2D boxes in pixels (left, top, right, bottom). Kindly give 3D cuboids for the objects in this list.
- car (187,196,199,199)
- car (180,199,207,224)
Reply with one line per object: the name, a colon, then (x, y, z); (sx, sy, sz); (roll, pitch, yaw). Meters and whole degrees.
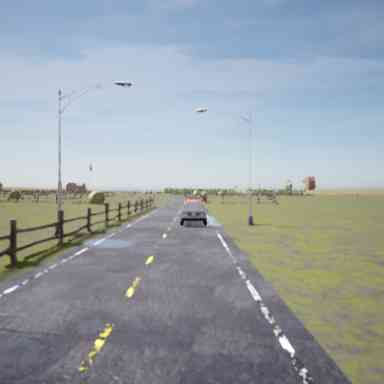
car: (0.098, 1.249, 41.192); (2.097, 1.767, 4.553); (0, 0, 0)
car: (0.102, 1.489, 24.011); (2.033, 1.411, 5.357); (0, 0, 0)
